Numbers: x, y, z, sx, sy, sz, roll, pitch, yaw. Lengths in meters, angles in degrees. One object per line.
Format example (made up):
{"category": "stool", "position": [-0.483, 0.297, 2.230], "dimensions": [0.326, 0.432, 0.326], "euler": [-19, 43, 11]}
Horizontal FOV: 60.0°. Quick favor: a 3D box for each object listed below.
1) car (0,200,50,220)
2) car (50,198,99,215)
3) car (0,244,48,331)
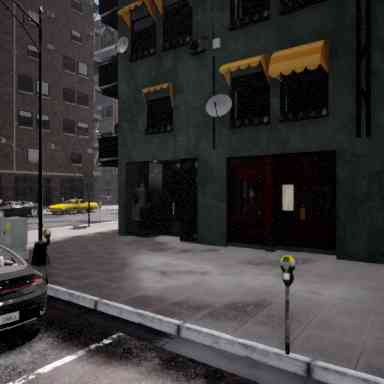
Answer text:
{"category": "car", "position": [-13.932, 1.350, 25.986], "dimensions": [2.008, 1.369, 4.403], "euler": [1, 1, 35]}
{"category": "car", "position": [-10.845, 1.250, 30.412], "dimensions": [1.752, 1.417, 4.829], "euler": [1, 1, 35]}
{"category": "car", "position": [-4.360, 1.551, 5.980], "dimensions": [4.403, 1.369, 2.008], "euler": [0, 0, 35]}
